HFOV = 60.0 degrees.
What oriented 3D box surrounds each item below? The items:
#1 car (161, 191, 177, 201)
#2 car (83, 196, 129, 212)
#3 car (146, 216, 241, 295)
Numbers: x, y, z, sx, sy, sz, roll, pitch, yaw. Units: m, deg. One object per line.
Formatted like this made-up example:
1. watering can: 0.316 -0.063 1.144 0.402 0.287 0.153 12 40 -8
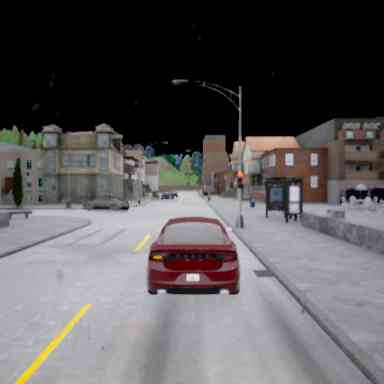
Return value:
1. car: -4.073 0.725 55.733 1.994 1.385 4.181 0 1 0
2. car: -8.024 1.096 31.024 4.181 1.385 1.994 0 1 15
3. car: 0.049 1.349 8.448 1.882 1.535 5.008 0 1 1
